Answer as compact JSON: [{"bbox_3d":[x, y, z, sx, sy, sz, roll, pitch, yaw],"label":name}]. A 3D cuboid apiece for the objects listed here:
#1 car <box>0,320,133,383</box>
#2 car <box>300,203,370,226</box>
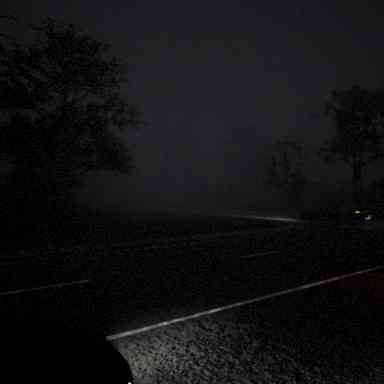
[{"bbox_3d":[-2.682,1.504,1.812,4.892,1.490,1.837,0,0,-36],"label":"car"},{"bbox_3d":[9.967,1.509,23.610,2.128,1.511,4.902,0,0,-34],"label":"car"}]
